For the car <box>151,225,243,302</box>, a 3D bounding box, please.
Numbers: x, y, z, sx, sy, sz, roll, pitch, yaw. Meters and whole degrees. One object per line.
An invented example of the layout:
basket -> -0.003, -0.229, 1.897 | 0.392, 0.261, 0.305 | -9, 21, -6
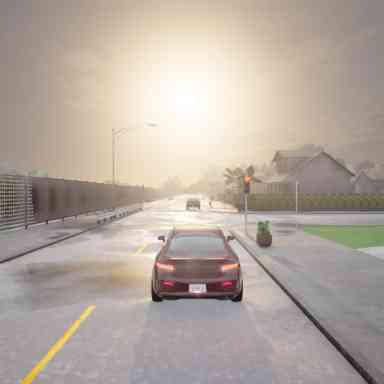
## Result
car -> 0.104, 1.526, 8.132 | 1.812, 1.442, 4.674 | 0, 0, 0

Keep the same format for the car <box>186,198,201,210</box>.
car -> 0.163, 1.505, 44.112 | 1.837, 1.490, 4.892 | 0, 0, 0
